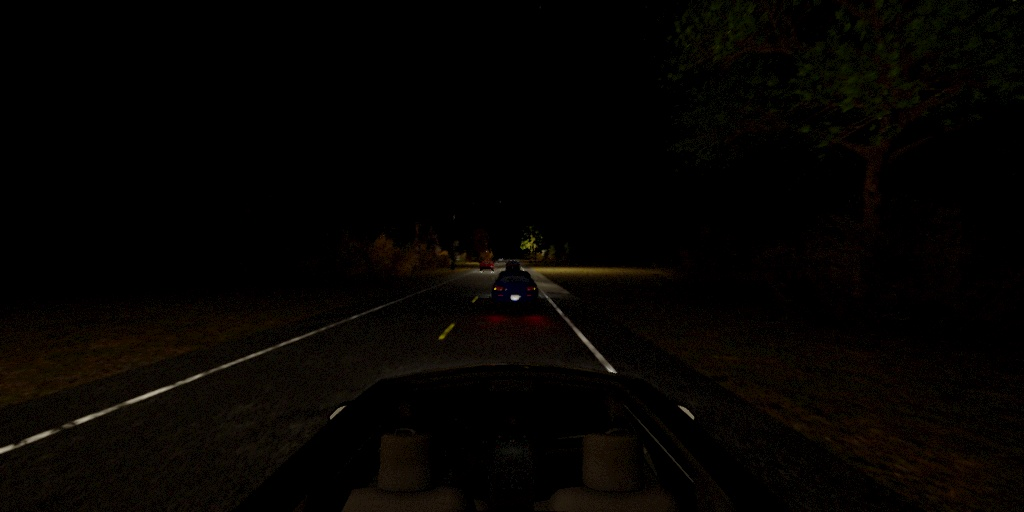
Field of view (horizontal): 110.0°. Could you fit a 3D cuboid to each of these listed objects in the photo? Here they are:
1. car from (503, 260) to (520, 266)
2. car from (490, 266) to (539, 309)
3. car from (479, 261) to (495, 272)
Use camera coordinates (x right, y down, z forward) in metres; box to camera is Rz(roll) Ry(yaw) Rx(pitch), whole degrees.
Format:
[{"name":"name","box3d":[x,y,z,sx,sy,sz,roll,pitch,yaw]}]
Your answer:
[{"name":"car","box3d":[0.120,1.371,49.874,1.882,1.535,5.008,0,0,0]},{"name":"car","box3d":[0.108,1.323,15.199,1.812,1.442,4.674,0,0,0]},{"name":"car","box3d":[-3.478,1.373,50.508,1.882,1.535,5.008,0,0,0]}]
